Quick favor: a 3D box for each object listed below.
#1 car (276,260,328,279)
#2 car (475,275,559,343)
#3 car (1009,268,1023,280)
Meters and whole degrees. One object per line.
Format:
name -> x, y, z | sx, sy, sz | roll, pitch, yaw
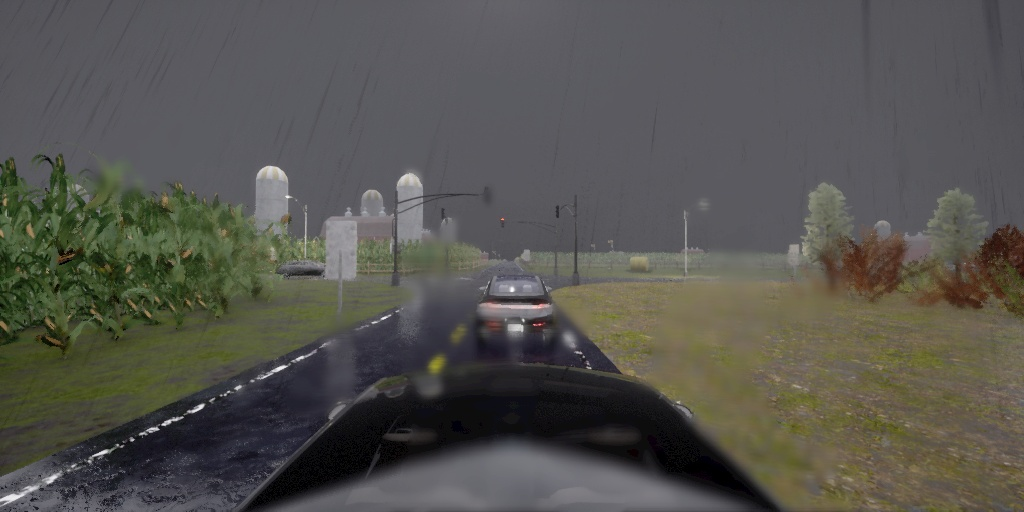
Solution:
car -> -16.385, 1.093, 29.188 | 4.902, 1.511, 2.128 | 1, -1, -6
car -> 0.102, 1.245, 9.632 | 2.128, 1.511, 4.902 | 0, 0, 0
car -> 48.671, 1.720, 33.477 | 4.674, 1.442, 1.812 | 1, -1, -5
